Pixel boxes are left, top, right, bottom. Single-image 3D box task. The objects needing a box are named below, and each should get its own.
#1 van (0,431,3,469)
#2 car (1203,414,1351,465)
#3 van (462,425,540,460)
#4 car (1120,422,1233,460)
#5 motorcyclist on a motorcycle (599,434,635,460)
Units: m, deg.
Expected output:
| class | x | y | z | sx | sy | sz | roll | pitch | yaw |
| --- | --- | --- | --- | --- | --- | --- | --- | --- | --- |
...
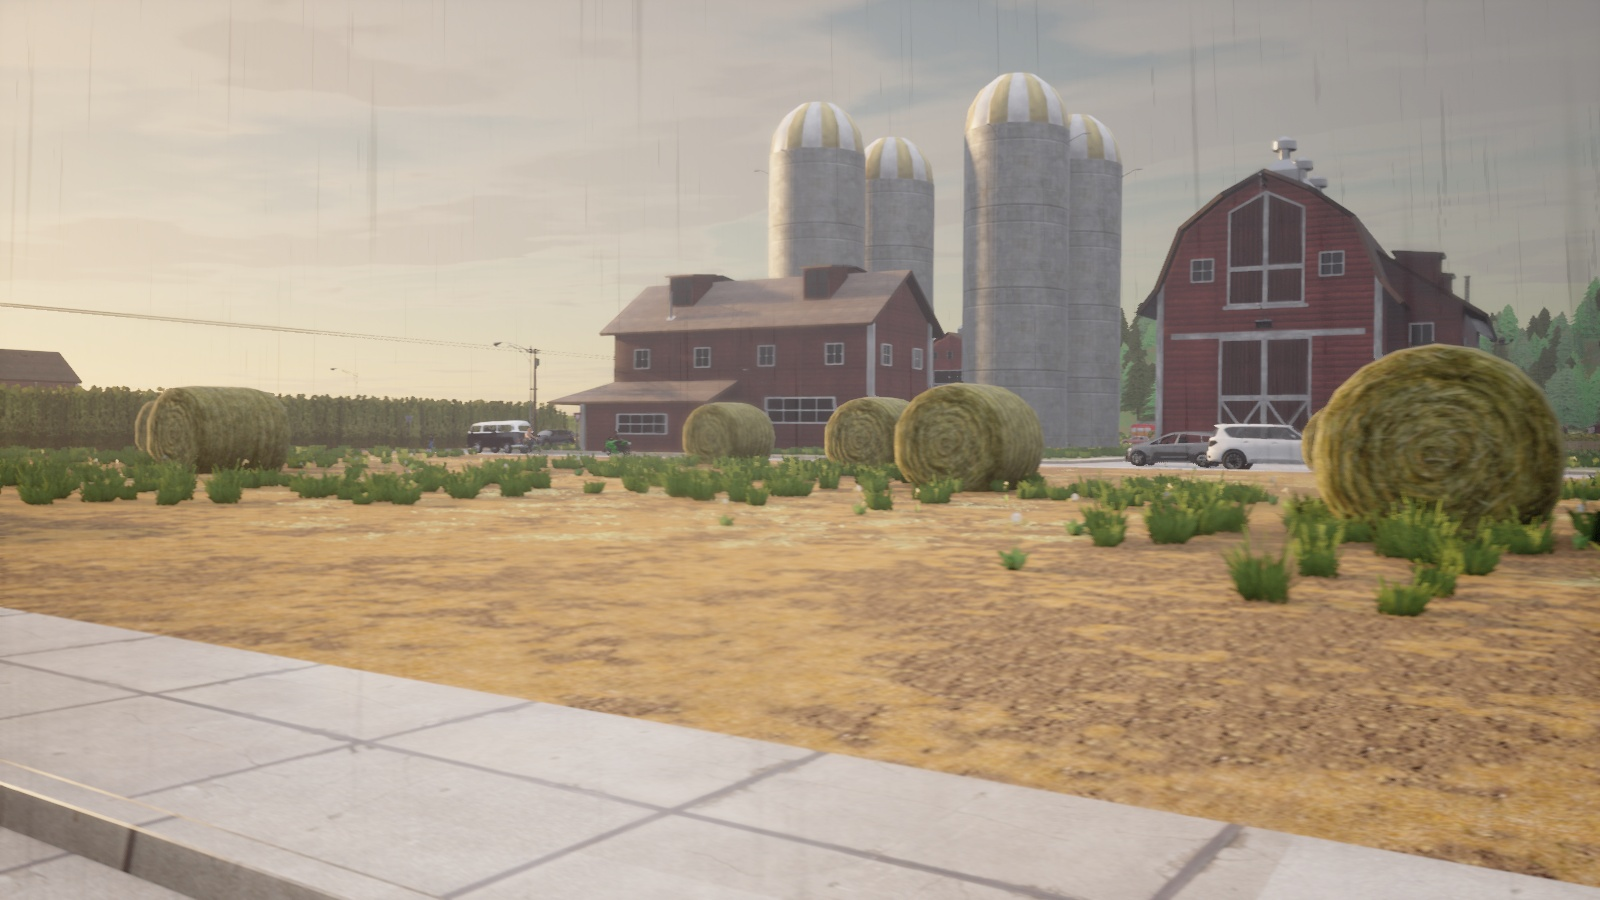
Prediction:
| class | x | y | z | sx | sy | sz | roll | pitch | yaw |
| --- | --- | --- | --- | --- | --- | --- | --- | --- | --- |
| van | -43.677 | 0.037 | 64.326 | 1.775 | 1.987 | 4.442 | 0 | 1 | 31 |
| car | 20.071 | -0.447 | 52.901 | 5.566 | 2.045 | 2.150 | 0 | 1 | 29 |
| van | -18.873 | -0.459 | 79.222 | 4.480 | 2.038 | 2.069 | -2 | 0 | 30 |
| car | 17.498 | -0.434 | 58.408 | 4.611 | 1.667 | 2.242 | 0 | 2 | 30 |
| motorcyclist on a motorcycle | -10.861 | -0.199 | 74.643 | 2.044 | 1.523 | 0.797 | 0 | 1 | 30 |
